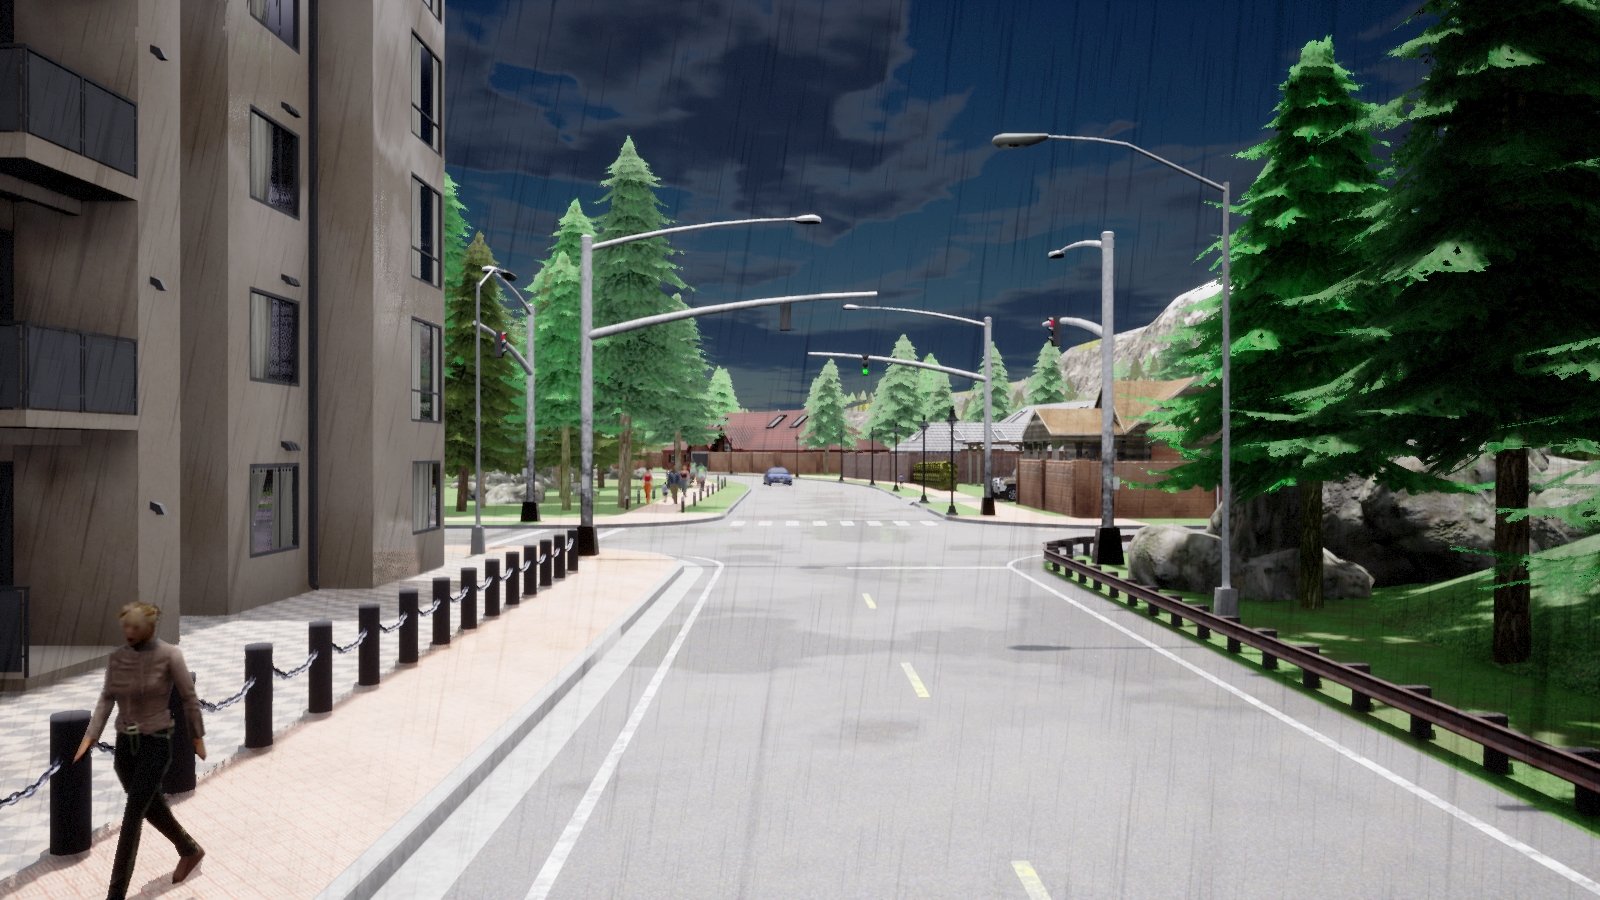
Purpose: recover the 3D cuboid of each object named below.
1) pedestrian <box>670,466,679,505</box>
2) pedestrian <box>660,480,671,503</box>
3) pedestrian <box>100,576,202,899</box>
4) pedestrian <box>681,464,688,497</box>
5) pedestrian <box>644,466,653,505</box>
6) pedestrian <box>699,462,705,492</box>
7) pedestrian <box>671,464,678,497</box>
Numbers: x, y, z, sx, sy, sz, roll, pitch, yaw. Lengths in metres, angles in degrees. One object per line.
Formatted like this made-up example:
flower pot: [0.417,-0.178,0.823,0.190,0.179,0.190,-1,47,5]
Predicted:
pedestrian: [-5.962,1.686,54.359,0.375,1.860,0.375,0,0,3]
pedestrian: [-6.730,2.069,57.246,0.500,1.100,0.500,0,0,0]
pedestrian: [-3.826,1.696,6.748,0.375,1.860,0.375,0,0,6]
pedestrian: [-6.411,1.690,63.563,0.375,1.860,0.375,0,0,-5]
pedestrian: [-7.298,1.686,54.973,0.375,1.860,0.375,0,0,-4]
pedestrian: [-6.197,1.693,72.108,0.375,1.860,0.375,0,0,1]
pedestrian: [-7.065,1.691,64.239,0.375,1.860,0.375,0,0,-3]
